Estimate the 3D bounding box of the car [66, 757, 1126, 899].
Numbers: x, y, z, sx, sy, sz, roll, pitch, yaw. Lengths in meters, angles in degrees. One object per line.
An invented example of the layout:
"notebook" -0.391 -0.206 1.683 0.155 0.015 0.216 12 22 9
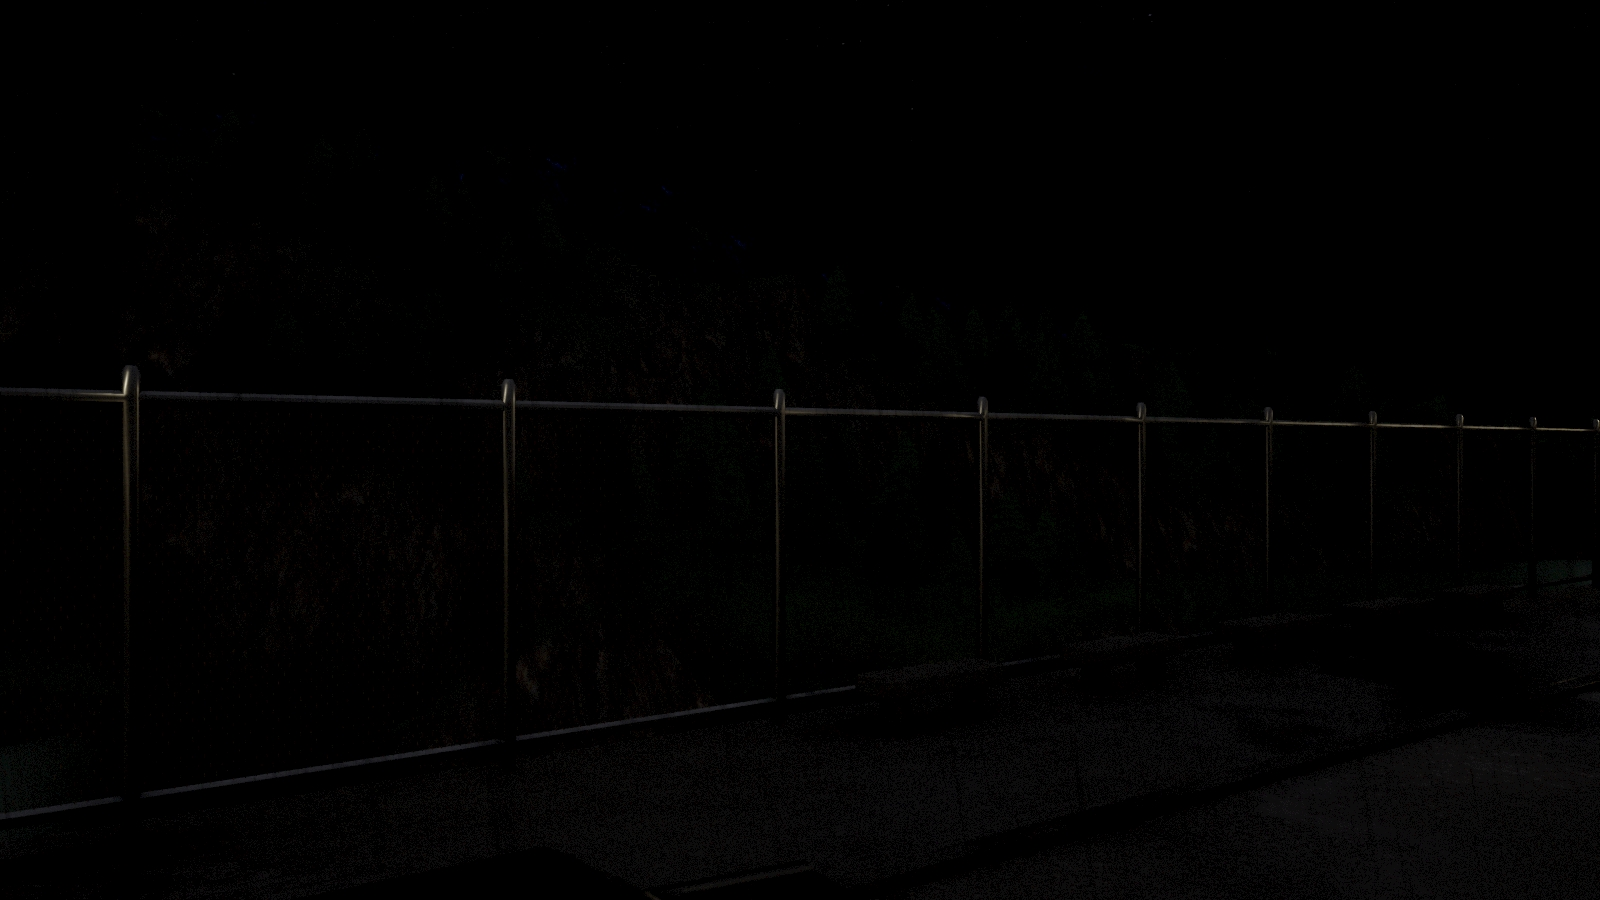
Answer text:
"car" -1.318 2.154 3.460 4.718 1.301 1.895 0 0 -35
